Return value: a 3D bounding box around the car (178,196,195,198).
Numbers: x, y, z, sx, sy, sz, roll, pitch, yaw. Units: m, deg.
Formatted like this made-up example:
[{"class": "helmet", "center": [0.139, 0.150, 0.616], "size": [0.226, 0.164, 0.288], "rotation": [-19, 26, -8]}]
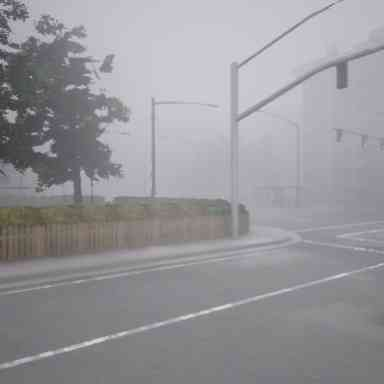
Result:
[{"class": "car", "center": [-0.281, 1.296, 37.448], "size": [2.097, 1.767, 4.553], "rotation": [0, 0, -35]}]
